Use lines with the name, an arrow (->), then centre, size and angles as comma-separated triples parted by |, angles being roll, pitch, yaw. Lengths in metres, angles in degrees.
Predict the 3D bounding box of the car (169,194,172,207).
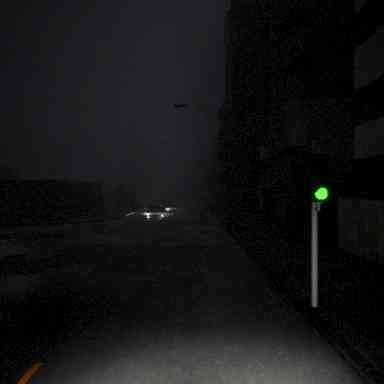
car -> -4.162, 1.505, 49.510 | 1.837, 1.490, 4.892 | 0, 0, 1

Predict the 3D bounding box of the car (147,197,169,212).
car -> -4.174, 1.478, 39.483 | 1.882, 1.535, 5.008 | 0, 0, 0
